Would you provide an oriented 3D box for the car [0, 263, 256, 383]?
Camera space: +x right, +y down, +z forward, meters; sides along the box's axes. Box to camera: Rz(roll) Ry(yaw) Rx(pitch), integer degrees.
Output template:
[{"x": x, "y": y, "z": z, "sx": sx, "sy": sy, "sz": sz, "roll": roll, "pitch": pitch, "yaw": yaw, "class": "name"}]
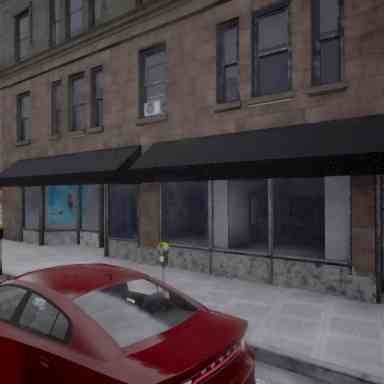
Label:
[{"x": -1.497, "y": 1.545, "z": 3.933, "sx": 4.507, "sy": 1.381, "sz": 1.887, "roll": 0, "pitch": 0, "yaw": 36, "class": "car"}]
